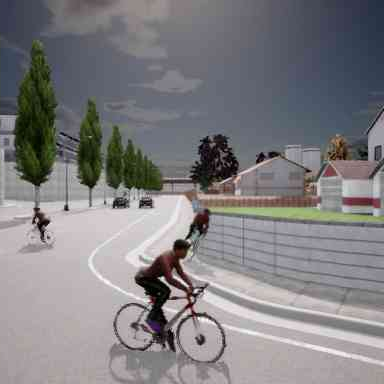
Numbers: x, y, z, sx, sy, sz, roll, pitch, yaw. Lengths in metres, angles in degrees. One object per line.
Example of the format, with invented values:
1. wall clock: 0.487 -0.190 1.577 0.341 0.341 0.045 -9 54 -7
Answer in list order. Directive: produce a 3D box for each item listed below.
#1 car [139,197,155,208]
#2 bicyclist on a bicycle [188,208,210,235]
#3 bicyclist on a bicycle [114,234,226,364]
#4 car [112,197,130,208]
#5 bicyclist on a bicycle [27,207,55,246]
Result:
1. car: -6.467 1.505 47.538 1.837 1.490 4.892 0 0 -2
2. bicyclist on a bicycle: 0.111 1.258 10.059 0.582 1.620 1.656 25 -6 -11
3. bicyclist on a bicycle: -0.320 1.450 4.527 1.656 1.620 0.582 2 0 18
4. car: -9.963 1.505 47.033 1.837 1.490 4.892 0 0 -1
5. bicyclist on a bicycle: -6.359 1.454 13.941 1.656 1.620 0.582 -2 -1 26
